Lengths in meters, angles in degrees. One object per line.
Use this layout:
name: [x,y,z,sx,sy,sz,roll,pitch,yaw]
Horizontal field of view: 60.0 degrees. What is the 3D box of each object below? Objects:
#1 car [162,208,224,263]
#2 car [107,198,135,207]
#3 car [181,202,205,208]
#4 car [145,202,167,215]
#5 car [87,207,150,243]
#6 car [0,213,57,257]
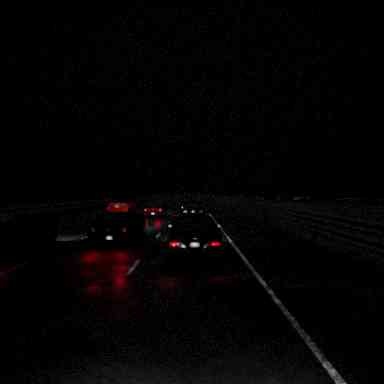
car: [0.087,1.540,11.930,2.033,1.411,5.357,0,0,0]
car: [-6.881,1.338,32.608,2.097,1.767,4.553,1,0,0]
car: [0.098,1.539,27.692,2.033,1.411,5.357,0,0,0]
car: [-3.392,1.594,31.228,1.895,1.301,4.718,0,0,0]
car: [-3.400,1.592,15.913,1.895,1.301,4.718,0,0,0]
car: [-6.915,1.518,12.850,1.812,1.442,4.674,0,0,0]
